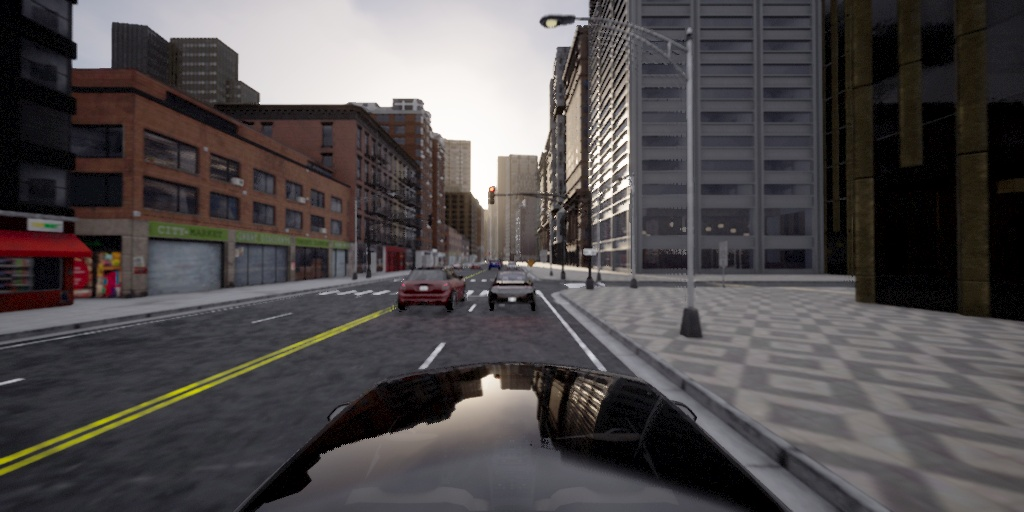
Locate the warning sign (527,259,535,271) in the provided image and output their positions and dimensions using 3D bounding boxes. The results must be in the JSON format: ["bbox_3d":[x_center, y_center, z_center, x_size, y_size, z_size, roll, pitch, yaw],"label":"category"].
[{"bbox_3d":[2.877,1.346,54.111,1.300,1.860,1.060,0,0,0],"label":"warning sign"}]

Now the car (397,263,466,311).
[{"bbox_3d":[-3.221,1.230,15.278,2.097,1.767,4.553,0,-1,0],"label":"car"}]

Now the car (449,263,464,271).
[{"bbox_3d":[-9.758,1.876,63.761,1.994,1.385,4.181,0,0,1],"label":"car"}]

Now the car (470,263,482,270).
[{"bbox_3d":[-6.495,1.919,64.479,1.895,1.301,4.718,0,0,1],"label":"car"}]

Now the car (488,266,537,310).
[{"bbox_3d":[0.028,1.373,15.356,2.128,1.511,4.902,0,0,0],"label":"car"}]
